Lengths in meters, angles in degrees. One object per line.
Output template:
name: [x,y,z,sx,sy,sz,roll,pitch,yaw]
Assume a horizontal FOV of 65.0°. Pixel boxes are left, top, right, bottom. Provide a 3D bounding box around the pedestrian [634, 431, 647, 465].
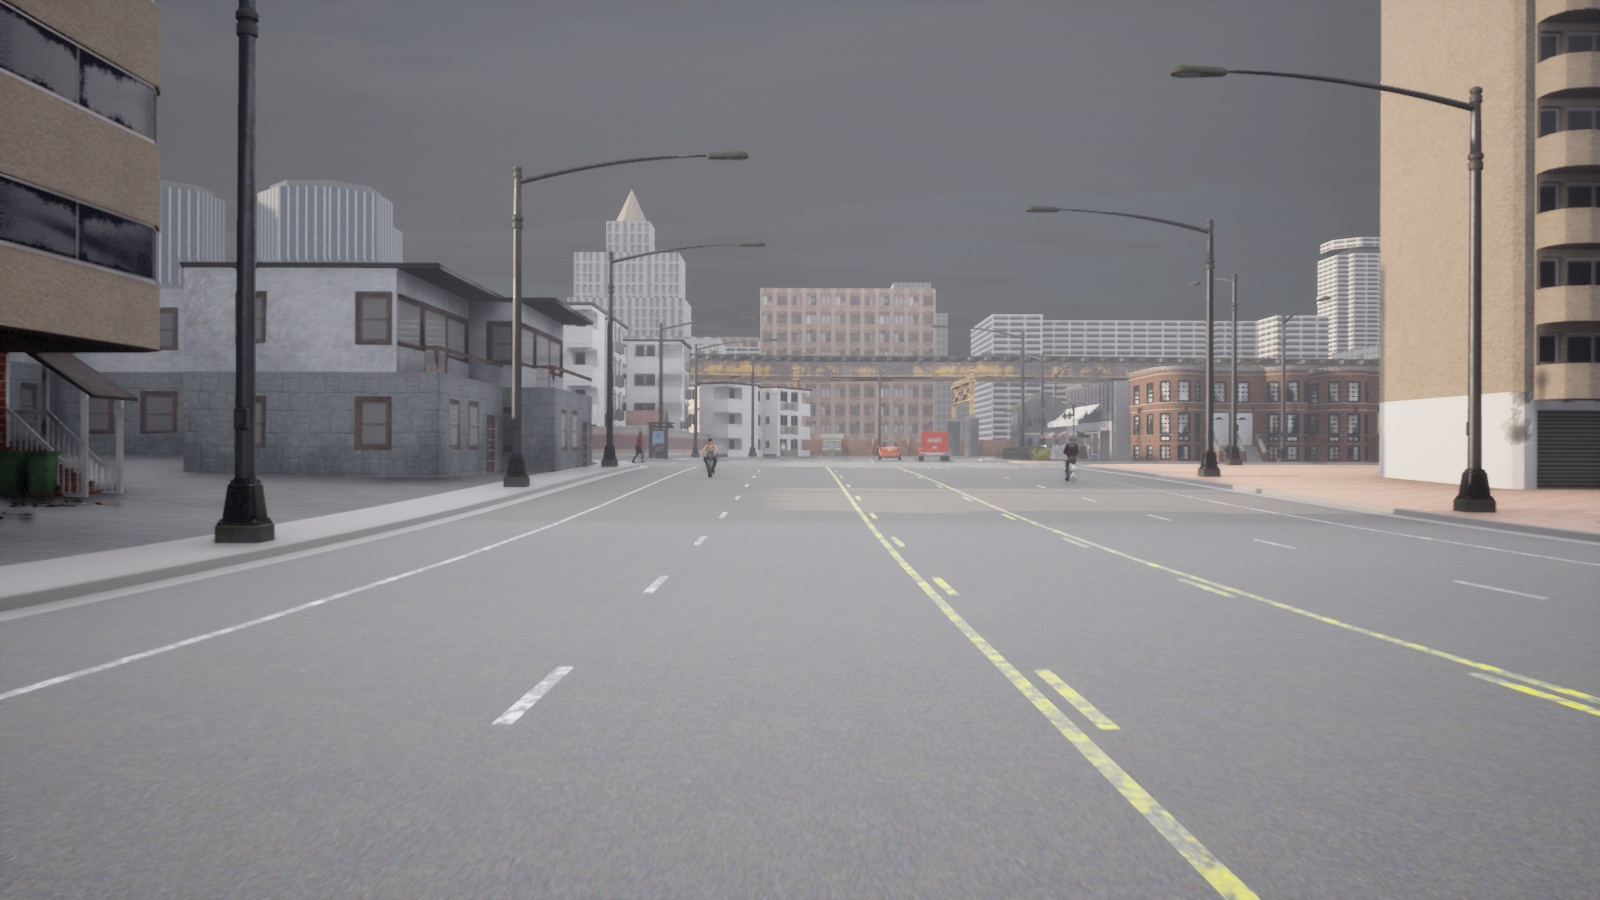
pedestrian: [-8.660,-0.103,68.165,0.636,1.846,0.331,0,0,-4]
